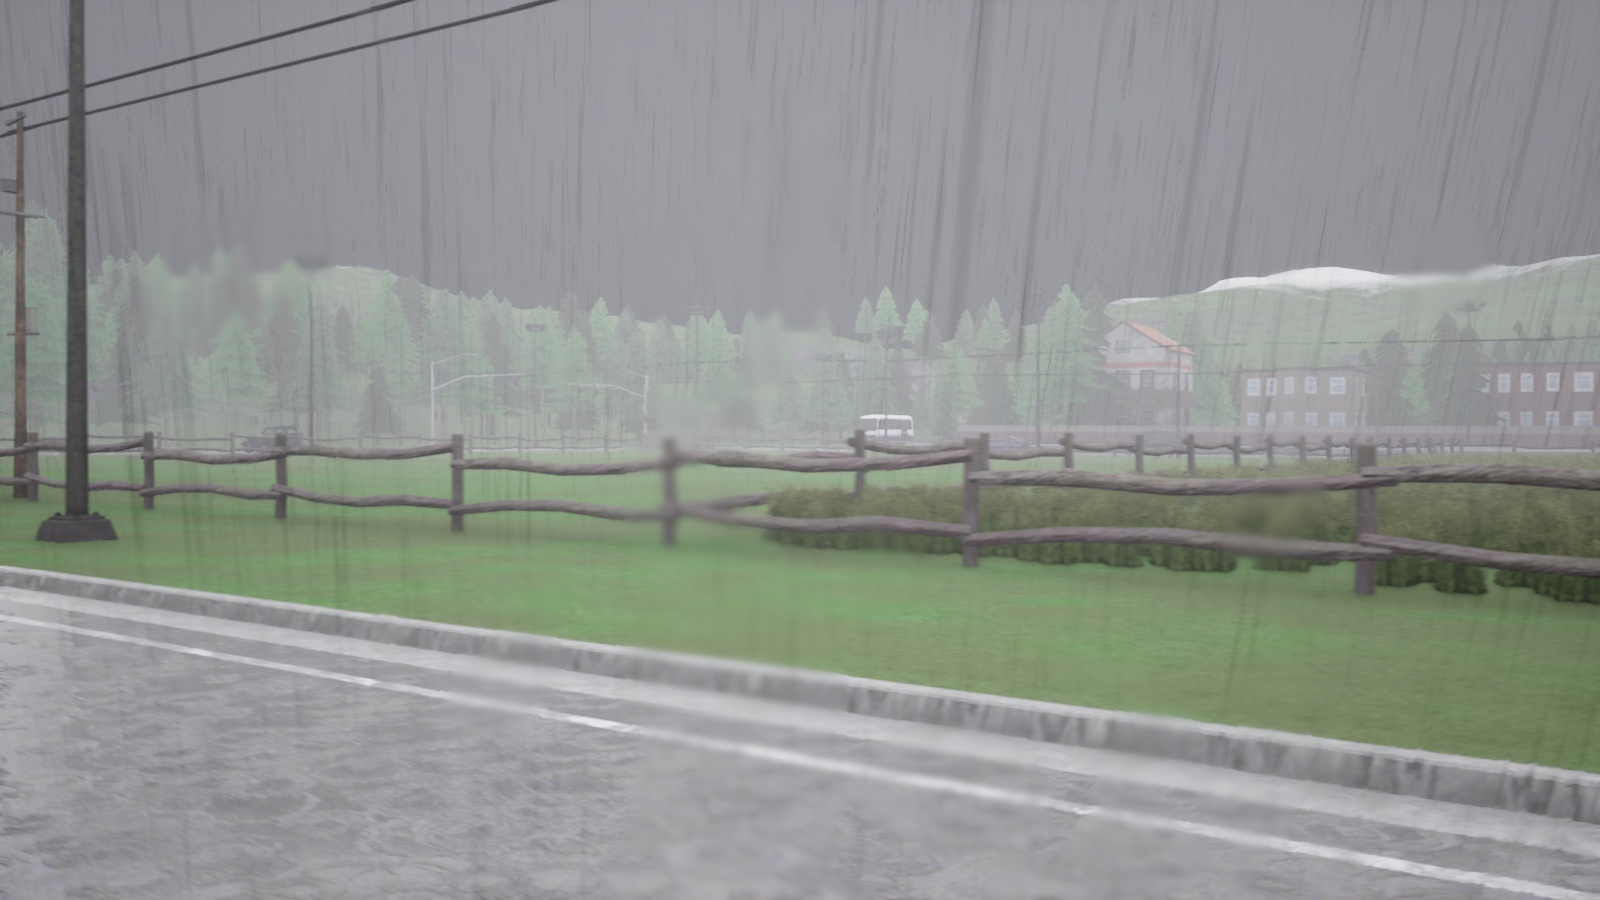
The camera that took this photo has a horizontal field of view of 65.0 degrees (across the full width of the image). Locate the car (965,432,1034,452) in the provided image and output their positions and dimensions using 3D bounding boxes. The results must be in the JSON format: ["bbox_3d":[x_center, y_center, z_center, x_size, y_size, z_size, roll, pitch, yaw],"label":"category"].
[{"bbox_3d":[15.429,-0.600,97.014,4.792,1.488,2.163,0,1,34],"label":"car"}]

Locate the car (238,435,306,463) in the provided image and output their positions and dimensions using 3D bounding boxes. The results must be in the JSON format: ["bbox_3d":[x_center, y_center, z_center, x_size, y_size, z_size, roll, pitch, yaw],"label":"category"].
[{"bbox_3d":[-36.397,-0.069,86.615,1.905,1.878,3.866,0,1,34],"label":"car"}]
